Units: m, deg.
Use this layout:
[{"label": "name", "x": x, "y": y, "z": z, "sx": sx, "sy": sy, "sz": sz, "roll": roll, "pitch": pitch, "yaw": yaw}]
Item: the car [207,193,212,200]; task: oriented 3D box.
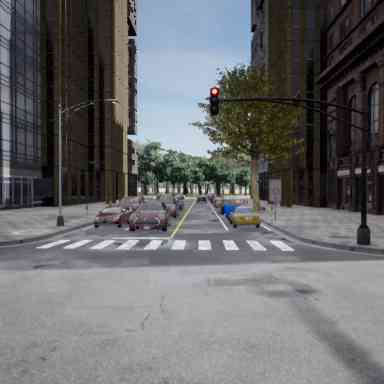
[{"label": "car", "x": 4.462, "y": 1.211, "z": 61.446, "sx": 2.192, "sy": 1.841, "sz": 5.009, "roll": -1, "pitch": 0, "yaw": 2}]

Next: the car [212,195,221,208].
[{"label": "car", "x": 4.008, "y": 1.466, "z": 44.585, "sx": 1.752, "sy": 1.417, "sz": 4.829, "roll": -1, "pitch": 0, "yaw": 2}]

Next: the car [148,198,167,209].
[{"label": "car", "x": -4.519, "y": 1.491, "z": 44.639, "sx": 2.008, "sy": 1.369, "sz": 4.403, "roll": -1, "pitch": 0, "yaw": 2}]

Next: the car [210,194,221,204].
[{"label": "car", "x": 4.157, "y": 1.471, "z": 50.092, "sx": 1.887, "sy": 1.381, "sz": 4.507, "roll": -1, "pitch": 0, "yaw": 2}]

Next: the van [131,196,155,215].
[{"label": "van", "x": -4.828, "y": 1.306, "z": 33.283, "sx": 1.690, "sy": 1.788, "sz": 3.998, "roll": -1, "pitch": 0, "yaw": 2}]

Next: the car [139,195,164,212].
[{"label": "car", "x": -4.675, "y": 1.269, "z": 38.961, "sx": 2.192, "sy": 1.841, "sz": 5.009, "roll": -1, "pitch": 0, "yaw": 2}]

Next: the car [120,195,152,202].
[{"label": "car", "x": -4.983, "y": 1.290, "z": 27.605, "sx": 2.192, "sy": 1.841, "sz": 5.009, "roll": -1, "pitch": 0, "yaw": 2}]

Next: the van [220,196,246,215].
[{"label": "van", "x": 3.540, "y": 1.316, "z": 27.383, "sx": 1.690, "sy": 1.788, "sz": 3.998, "roll": -1, "pitch": 0, "yaw": 2}]

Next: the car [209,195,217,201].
[{"label": "car", "x": 4.925, "y": 1.429, "z": 78.478, "sx": 1.802, "sy": 1.307, "sz": 4.206, "roll": 0, "pitch": 0, "yaw": 2}]

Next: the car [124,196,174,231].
[{"label": "car", "x": -2.452, "y": 1.337, "z": 20.183, "sx": 2.097, "sy": 1.767, "sz": 4.553, "roll": 0, "pitch": 0, "yaw": 0}]

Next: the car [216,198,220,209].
[{"label": "car", "x": 3.696, "y": 1.531, "z": 33.061, "sx": 1.947, "sy": 1.339, "sz": 4.313, "roll": -1, "pitch": 0, "yaw": 2}]

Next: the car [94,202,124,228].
[{"label": "car", "x": -5.133, "y": 1.565, "z": 21.927, "sx": 1.802, "sy": 1.307, "sz": 4.206, "roll": -1, "pitch": 0, "yaw": 2}]

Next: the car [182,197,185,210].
[{"label": "car", "x": -1.970, "y": 1.552, "z": 39.946, "sx": 1.895, "sy": 1.301, "sz": 4.718, "roll": 0, "pitch": 0, "yaw": 2}]

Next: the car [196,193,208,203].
[{"label": "car", "x": 1.926, "y": 1.389, "z": 65.851, "sx": 1.837, "sy": 1.490, "sz": 4.892, "roll": 0, "pitch": 0, "yaw": 2}]

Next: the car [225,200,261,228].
[{"label": "car", "x": 3.393, "y": 1.508, "z": 21.875, "sx": 1.752, "sy": 1.417, "sz": 4.829, "roll": -1, "pitch": 0, "yaw": 2}]

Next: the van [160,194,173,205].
[{"label": "van", "x": -4.214, "y": 1.252, "z": 55.993, "sx": 1.690, "sy": 1.788, "sz": 3.998, "roll": 0, "pitch": 0, "yaw": 2}]

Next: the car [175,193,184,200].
[{"label": "car", "x": -3.293, "y": 1.128, "z": 90.058, "sx": 2.192, "sy": 1.841, "sz": 5.009, "roll": 0, "pitch": 0, "yaw": 2}]

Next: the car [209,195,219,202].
[{"label": "car", "x": 4.771, "y": 1.415, "z": 72.800, "sx": 2.008, "sy": 1.369, "sz": 4.403, "roll": 0, "pitch": 0, "yaw": 2}]

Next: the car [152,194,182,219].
[{"label": "car", "x": -2.270, "y": 1.326, "z": 28.994, "sx": 2.097, "sy": 1.767, "sz": 4.553, "roll": 0, "pitch": 0, "yaw": 2}]

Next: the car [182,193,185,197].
[{"label": "car", "x": -3.444, "y": 1.375, "z": 84.381, "sx": 1.887, "sy": 1.381, "sz": 4.507, "roll": 0, "pitch": 0, "yaw": 2}]

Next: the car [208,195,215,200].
[{"label": "car", "x": 5.232, "y": 1.379, "z": 89.832, "sx": 1.947, "sy": 1.339, "sz": 4.313, "roll": 0, "pitch": 0, "yaw": 2}]

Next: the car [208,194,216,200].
[{"label": "car", "x": 5.082, "y": 1.355, "z": 84.324, "sx": 1.752, "sy": 1.417, "sz": 4.829, "roll": 0, "pitch": 0, "yaw": 2}]

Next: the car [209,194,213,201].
[{"label": "car", "x": 4.310, "y": 1.462, "z": 55.769, "sx": 2.008, "sy": 1.369, "sz": 4.403, "roll": -1, "pitch": 0, "yaw": 2}]
